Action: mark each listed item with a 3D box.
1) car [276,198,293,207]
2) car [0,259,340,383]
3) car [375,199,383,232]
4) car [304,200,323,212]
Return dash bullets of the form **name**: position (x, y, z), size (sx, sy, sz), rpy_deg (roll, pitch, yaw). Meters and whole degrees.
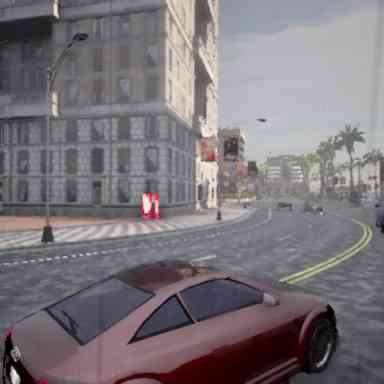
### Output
- **car**: position (11.981, 1.422, 43.289), size (1.882, 1.535, 5.008), rpy_deg (0, 0, 13)
- **car**: position (0.028, 1.581, 4.148), size (4.181, 1.385, 1.994), rpy_deg (0, 0, -39)
- **car**: position (12.736, 1.349, 20.568), size (2.150, 2.045, 5.566), rpy_deg (0, -1, 25)
- **car**: position (15.325, 1.727, 42.232), size (2.128, 1.511, 4.902), rpy_deg (0, 0, 13)
